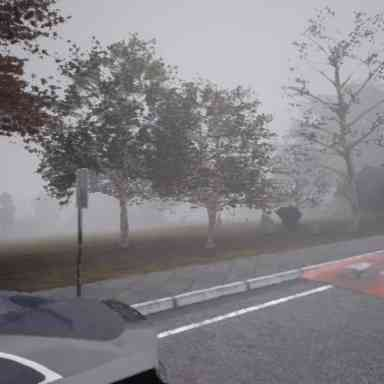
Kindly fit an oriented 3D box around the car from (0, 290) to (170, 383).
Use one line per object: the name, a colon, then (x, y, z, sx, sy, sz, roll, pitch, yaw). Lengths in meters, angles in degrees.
car: (-2.438, 1.493, 1.818, 4.902, 1.511, 2.128, 0, 0, -35)
